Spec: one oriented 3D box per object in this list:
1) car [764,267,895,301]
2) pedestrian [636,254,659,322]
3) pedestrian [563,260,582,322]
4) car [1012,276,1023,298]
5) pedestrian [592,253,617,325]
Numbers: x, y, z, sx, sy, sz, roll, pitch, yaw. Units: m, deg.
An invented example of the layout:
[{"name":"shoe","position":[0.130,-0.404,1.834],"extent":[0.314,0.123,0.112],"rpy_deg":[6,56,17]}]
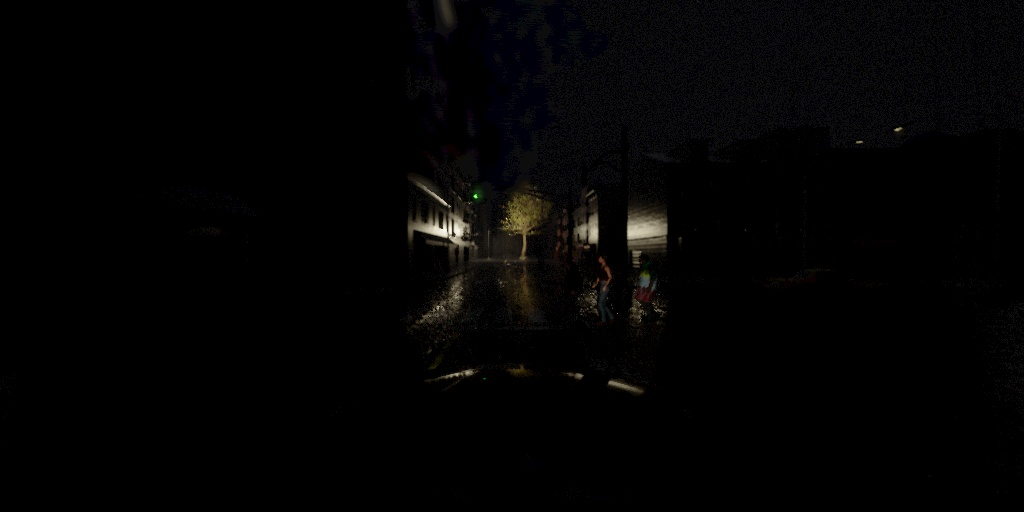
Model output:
[{"name":"car","position":[13.885,1.180,15.805],"extent":[4.829,1.417,1.751],"rpy_deg":[0,0,0]},{"name":"pedestrian","position":[3.653,0.798,9.626],"extent":[0.375,1.860,0.375],"rpy_deg":[0,0,0]},{"name":"pedestrian","position":[1.723,0.940,10.228],"extent":[0.375,1.860,0.375],"rpy_deg":[0,0,0]},{"name":"car","position":[24.966,1.298,15.818],"extent":[4.313,1.339,1.948],"rpy_deg":[0,0,0]},{"name":"pedestrian","position":[2.321,0.806,9.025],"extent":[0.375,1.860,0.375],"rpy_deg":[0,0,0]}]
